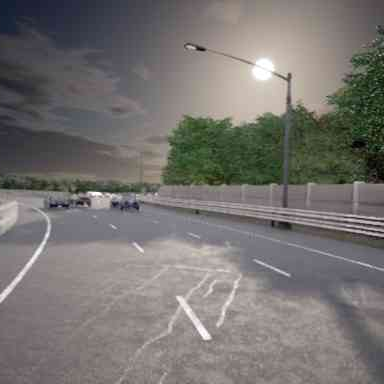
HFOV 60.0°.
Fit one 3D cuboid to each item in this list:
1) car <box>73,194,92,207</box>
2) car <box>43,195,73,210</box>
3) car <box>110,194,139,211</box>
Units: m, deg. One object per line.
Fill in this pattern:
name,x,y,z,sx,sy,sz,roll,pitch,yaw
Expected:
car,-13.333,0.989,39.356,1.837,1.490,4.892,3,0,-34
car,-13.949,1.068,34.023,1.895,1.301,4.718,2,0,-32
car,-7.494,1.049,36.691,2.097,1.767,4.553,2,0,-31
